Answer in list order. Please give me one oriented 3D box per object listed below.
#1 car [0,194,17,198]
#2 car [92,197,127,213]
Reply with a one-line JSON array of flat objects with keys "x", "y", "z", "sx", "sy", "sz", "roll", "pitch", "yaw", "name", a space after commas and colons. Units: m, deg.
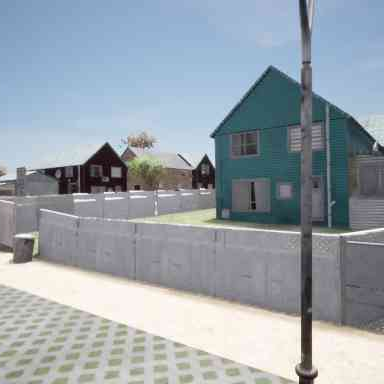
[{"x": -12.737, "y": 1.067, "z": 21.437, "sx": 2.097, "sy": 1.767, "sz": 4.553, "roll": -1, "pitch": 1, "yaw": 37, "name": "car"}, {"x": -7.398, "y": 0.972, "z": 28.875, "sx": 1.837, "sy": 1.490, "sz": 4.892, "roll": -1, "pitch": 1, "yaw": 35, "name": "car"}]
